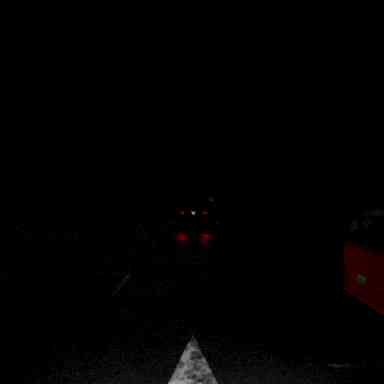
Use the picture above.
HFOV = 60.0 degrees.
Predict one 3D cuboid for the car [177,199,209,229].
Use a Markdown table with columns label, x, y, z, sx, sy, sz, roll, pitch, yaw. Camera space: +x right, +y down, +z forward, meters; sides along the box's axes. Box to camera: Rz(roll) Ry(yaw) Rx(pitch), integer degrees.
| label | x | y | z | sx | sy | sz | roll | pitch | yaw |
| --- | --- | --- | --- | --- | --- | --- | --- | --- | --- |
| car | 0.102 | 1.556 | 24.432 | 2.150 | 2.045 | 5.566 | 0 | -2 | 0 |

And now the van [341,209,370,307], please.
| label | x | y | z | sx | sy | sz | roll | pitch | yaw |
| --- | --- | --- | --- | --- | --- | --- | --- | --- | --- |
| van | 5.158 | 1.276 | 5.886 | 4.442 | 1.987 | 1.878 | 0 | 0 | 0 |

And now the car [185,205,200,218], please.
| label | x | y | z | sx | sy | sz | roll | pitch | yaw |
| --- | --- | --- | --- | --- | --- | --- | --- | --- | --- |
| car | 0.105 | 2.455 | 42.965 | 1.837 | 1.490 | 4.892 | 0 | -2 | 0 |

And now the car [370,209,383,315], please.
| label | x | y | z | sx | sy | sz | roll | pitch | yaw |
| --- | --- | --- | --- | --- | --- | --- | --- | --- | --- |
| car | 5.068 | 1.234 | 2.994 | 5.566 | 2.045 | 2.435 | 0 | 0 | 0 |
